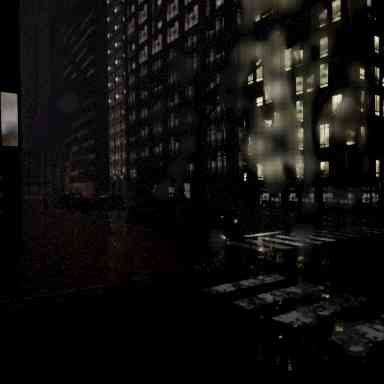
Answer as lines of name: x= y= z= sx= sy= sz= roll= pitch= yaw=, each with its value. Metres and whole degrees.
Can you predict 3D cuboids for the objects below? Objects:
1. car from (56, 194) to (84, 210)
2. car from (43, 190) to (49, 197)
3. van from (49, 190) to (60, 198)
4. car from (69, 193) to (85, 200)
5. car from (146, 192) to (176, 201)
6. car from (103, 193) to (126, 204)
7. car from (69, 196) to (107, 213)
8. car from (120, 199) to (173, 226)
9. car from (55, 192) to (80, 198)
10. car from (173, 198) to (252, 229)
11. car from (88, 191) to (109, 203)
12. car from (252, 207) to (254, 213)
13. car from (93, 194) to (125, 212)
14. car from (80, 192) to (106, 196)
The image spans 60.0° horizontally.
car: x=-13.717 y=1.289 z=38.065 sx=2.008 sy=1.369 sz=4.403 roll=-1 pitch=1 yaw=-35
car: x=-35.652 y=0.689 z=84.657 sx=2.008 sy=1.369 sz=4.403 roll=-1 pitch=1 yaw=-35
van: x=-32.451 y=0.532 z=80.010 sx=1.690 sy=1.788 sz=3.998 roll=-1 pitch=1 yaw=-35
car: x=-22.847 y=0.890 z=66.078 sx=1.887 sy=1.381 sz=4.507 roll=-1 pitch=1 yaw=-35
car: x=-3.640 y=0.964 z=38.205 sx=2.192 sy=1.841 sz=5.009 roll=-1 pitch=1 yaw=-35
car: x=-11.956 y=1.009 z=51.063 sx=1.837 sy=1.490 sz=4.892 roll=-1 pitch=1 yaw=-35
car: x=-10.515 y=1.354 z=33.420 sx=1.947 sy=1.339 sz=4.313 roll=-1 pitch=1 yaw=-35
car: x=-2.886 y=1.455 z=22.399 sx=2.008 sy=1.369 sz=4.403 roll=-1 pitch=1 yaw=-35
car: x=-18.927 y=1.145 z=50.352 sx=1.812 sy=1.442 sz=4.674 roll=-1 pitch=1 yaw=-35
car: x=1.130 y=1.381 z=21.060 sx=2.128 sy=1.511 sz=4.902 roll=-1 pitch=1 yaw=-34
car: x=-15.939 y=0.796 z=56.782 sx=2.097 sy=1.767 sz=4.553 roll=-1 pitch=1 yaw=-35
car: x=3.110 y=1.279 z=28.348 sx=1.752 sy=1.417 sz=4.829 roll=-1 pitch=1 yaw=-35
car: x=-8.483 y=1.248 z=35.028 sx=1.837 sy=1.490 sz=4.892 roll=-1 pitch=1 yaw=-35
car: x=-14.420 y=1.104 z=49.287 sx=2.033 sy=1.411 sz=5.357 roll=-1 pitch=1 yaw=-35
